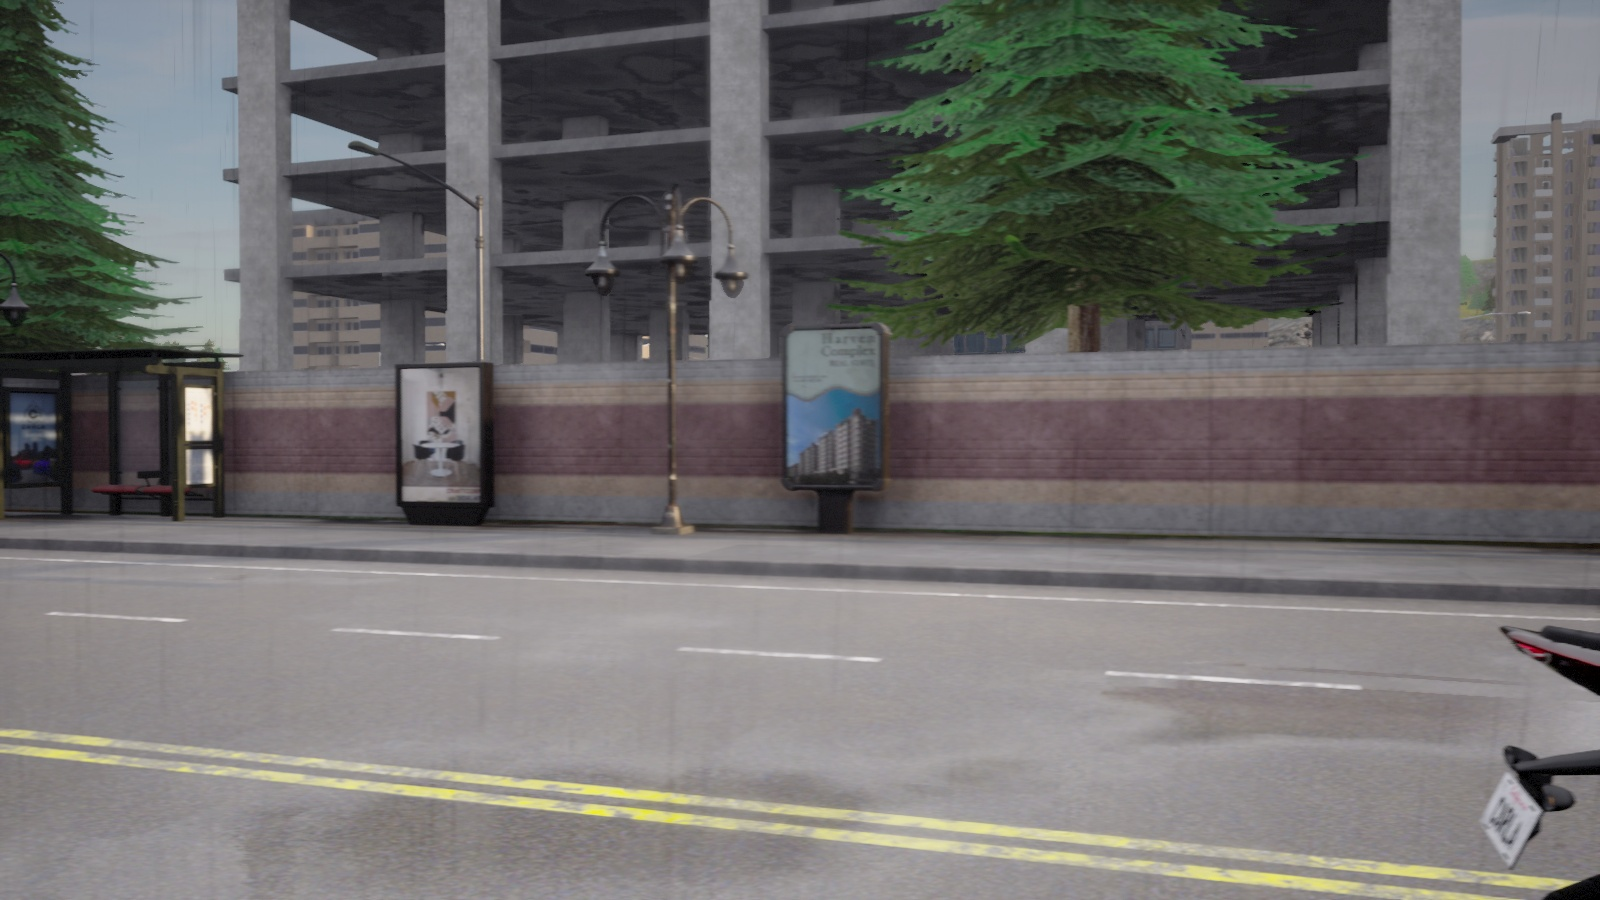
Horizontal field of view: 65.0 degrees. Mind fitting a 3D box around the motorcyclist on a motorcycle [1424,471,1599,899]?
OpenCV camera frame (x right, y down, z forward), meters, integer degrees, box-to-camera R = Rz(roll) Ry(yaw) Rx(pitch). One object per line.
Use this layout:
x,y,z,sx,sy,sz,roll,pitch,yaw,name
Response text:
2.457,0.833,2.367,2.191,1.530,0.866,1,1,19,motorcyclist on a motorcycle
